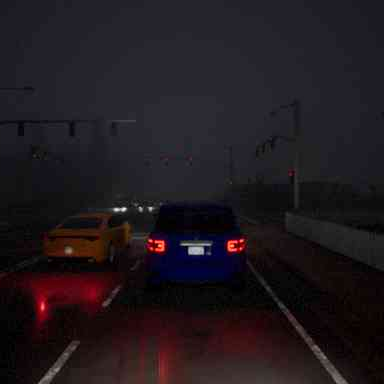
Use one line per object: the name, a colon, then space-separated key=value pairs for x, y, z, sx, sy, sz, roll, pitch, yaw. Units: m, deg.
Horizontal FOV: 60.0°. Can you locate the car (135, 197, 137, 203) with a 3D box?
car: x=-10.309 y=1.346 z=67.345 sx=2.097 sy=1.767 sz=4.553 roll=0 pitch=0 yaw=0

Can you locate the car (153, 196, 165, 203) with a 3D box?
car: x=-6.795 y=1.541 z=69.297 sx=2.033 sy=1.411 sz=5.357 roll=0 pitch=0 yaw=0

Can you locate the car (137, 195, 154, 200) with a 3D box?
car: x=-6.927 y=1.521 z=51.646 sx=1.812 sy=1.442 sz=4.674 roll=0 pitch=0 yaw=0

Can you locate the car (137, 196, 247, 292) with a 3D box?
car: x=0.089 y=1.221 z=9.061 sx=2.150 sy=2.045 sz=5.566 roll=0 pitch=0 yaw=0

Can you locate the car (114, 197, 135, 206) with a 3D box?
car: x=-10.440 y=1.487 z=50.190 sx=2.128 sy=1.511 sz=4.902 roll=0 pitch=0 yaw=0

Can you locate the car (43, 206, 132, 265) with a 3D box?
car: x=-3.389 y=1.477 z=11.686 sx=1.882 sy=1.535 sz=5.008 roll=0 pitch=0 yaw=0

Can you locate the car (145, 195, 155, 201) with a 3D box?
car: x=-10.260 y=1.460 z=81.179 sx=1.882 sy=1.535 sz=5.008 roll=0 pitch=0 yaw=0
